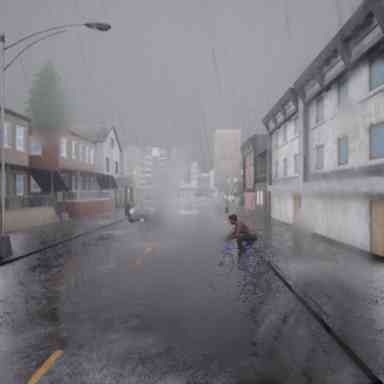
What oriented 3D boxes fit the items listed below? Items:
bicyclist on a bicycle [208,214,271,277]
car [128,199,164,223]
[{"bbox_3d":[1.242,1.414,8.710,1.656,1.620,0.582,-1,0,2],"label":"bicyclist on a bicycle"},{"bbox_3d":[-3.380,1.336,25.163,2.097,1.767,4.553,0,0,2],"label":"car"}]
